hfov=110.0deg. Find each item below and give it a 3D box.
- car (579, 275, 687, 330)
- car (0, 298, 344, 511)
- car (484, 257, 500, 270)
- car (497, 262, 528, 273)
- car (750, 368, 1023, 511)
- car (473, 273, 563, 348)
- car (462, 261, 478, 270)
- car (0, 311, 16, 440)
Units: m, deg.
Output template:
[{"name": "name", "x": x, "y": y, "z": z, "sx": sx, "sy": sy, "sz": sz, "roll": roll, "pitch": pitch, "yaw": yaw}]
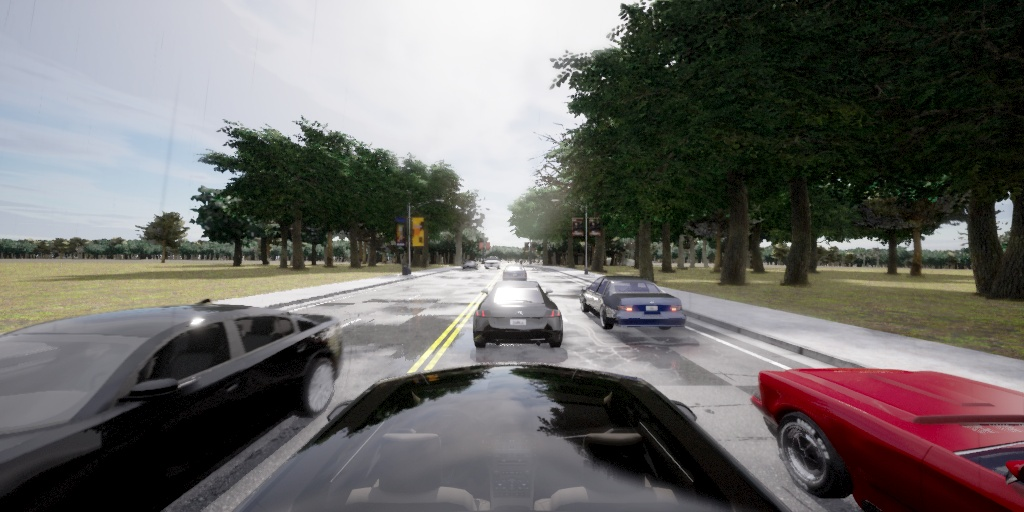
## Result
[{"name": "car", "x": 3.386, "y": 1.307, "z": 11.123, "sx": 2.033, "sy": 1.411, "sz": 5.357, "roll": 0, "pitch": 0, "yaw": 1}, {"name": "car", "x": -3.345, "y": 1.228, "z": 3.088, "sx": 1.882, "sy": 1.535, "sz": 5.008, "roll": 0, "pitch": 0, "yaw": 0}, {"name": "car", "x": -3.048, "y": 1.110, "z": 56.354, "sx": 2.150, "sy": 2.045, "sz": 5.566, "roll": 0, "pitch": -1, "yaw": 1}, {"name": "car", "x": 0.210, "y": 1.349, "z": 27.094, "sx": 2.033, "sy": 1.411, "sz": 5.357, "roll": 0, "pitch": 0, "yaw": 1}, {"name": "car", "x": 3.349, "y": 1.351, "z": 1.506, "sx": 1.895, "sy": 1.301, "sz": 4.718, "roll": 0, "pitch": 0, "yaw": 0}, {"name": "car", "x": 0.133, "y": 1.319, "z": 9.286, "sx": 1.994, "sy": 1.385, "sz": 4.181, "roll": 0, "pitch": 0, "yaw": 0}, {"name": "car", "x": -6.292, "y": 1.441, "z": 53.578, "sx": 1.994, "sy": 1.385, "sz": 4.181, "roll": 0, "pitch": 0, "yaw": 1}, {"name": "car", "x": -6.601, "y": 1.314, "z": 1.959, "sx": 1.994, "sy": 1.385, "sz": 4.181, "roll": 0, "pitch": 0, "yaw": 0}]
